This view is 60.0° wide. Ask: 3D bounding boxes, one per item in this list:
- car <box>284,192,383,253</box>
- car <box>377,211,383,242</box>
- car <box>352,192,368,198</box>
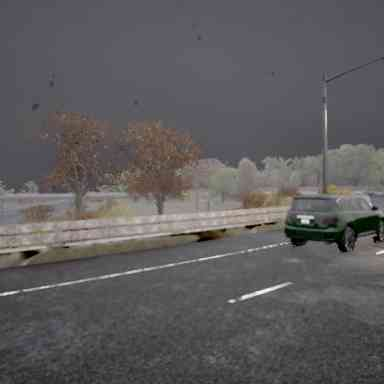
[{"bbox_3d":[5.955,1.105,13.498,5.566,2.045,2.150,-1,0,-43],"label":"car"},{"bbox_3d":[7.956,1.354,10.641,5.008,1.535,1.882,-1,1,-42],"label":"car"},{"bbox_3d":[39.309,0.686,77.927,1.994,1.385,4.181,-1,0,6],"label":"car"}]
